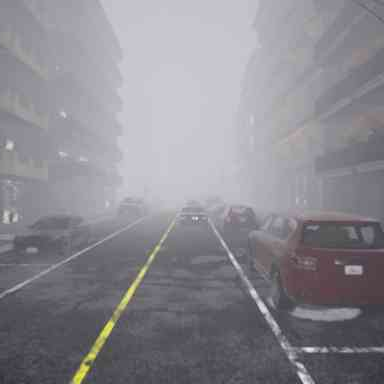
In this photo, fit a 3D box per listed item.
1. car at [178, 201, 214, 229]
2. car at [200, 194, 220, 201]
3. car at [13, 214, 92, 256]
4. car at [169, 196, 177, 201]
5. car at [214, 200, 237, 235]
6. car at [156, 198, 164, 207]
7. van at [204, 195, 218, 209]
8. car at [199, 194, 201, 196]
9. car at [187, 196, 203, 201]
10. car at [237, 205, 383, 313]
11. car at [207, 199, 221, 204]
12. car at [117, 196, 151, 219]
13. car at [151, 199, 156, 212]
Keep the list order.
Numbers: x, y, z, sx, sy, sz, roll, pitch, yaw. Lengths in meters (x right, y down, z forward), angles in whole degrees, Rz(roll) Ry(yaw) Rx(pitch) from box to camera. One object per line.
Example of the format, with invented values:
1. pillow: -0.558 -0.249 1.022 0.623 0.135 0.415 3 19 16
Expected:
1. car: 0.090 1.556 21.608 2.033 1.411 5.357 0 0 0
2. car: 2.542 1.356 40.832 2.192 1.841 5.009 1 0 0
3. car: -5.301 1.568 13.232 1.947 1.339 4.313 1 0 0
4. car: -5.323 1.747 90.027 1.947 1.339 4.313 1 0 0
5. car: 2.546 1.446 18.706 1.967 1.590 4.097 1 0 0
6. car: -5.313 1.653 51.947 1.802 1.307 4.206 1 0 0
7. van: 2.540 1.396 46.364 1.690 1.788 3.998 1 0 0
8. car: 2.562 1.497 90.075 2.192 1.841 5.009 1 0 0
9. car: 0.090 1.544 40.124 1.837 1.490 4.892 0 0 0
10. car: 2.552 1.315 7.643 2.192 1.841 5.009 1 0 0
11. car: 2.540 1.601 29.769 1.802 1.307 4.206 1 0 0
12. car: -5.300 1.335 29.822 2.192 1.841 5.009 1 0 0
13. car: -5.308 1.574 35.353 1.887 1.381 4.507 1 0 0
